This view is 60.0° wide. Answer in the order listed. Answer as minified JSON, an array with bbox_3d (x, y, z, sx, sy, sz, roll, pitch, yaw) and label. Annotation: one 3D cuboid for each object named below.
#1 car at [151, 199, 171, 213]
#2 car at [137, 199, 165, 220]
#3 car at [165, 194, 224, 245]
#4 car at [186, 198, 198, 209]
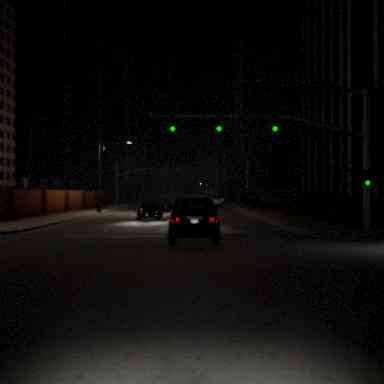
[{"bbox_3d":[-3.551,1.587,39.232,1.882,1.535,5.008,0,0,1],"label":"car"},{"bbox_3d":[-3.589,1.593,28.893,1.837,1.490,4.892,0,0,0],"label":"car"},{"bbox_3d":[0.102,1.262,15.779,2.150,2.045,5.566,0,0,0],"label":"car"},{"bbox_3d":[0.006,1.634,50.080,1.837,1.490,4.892,0,0,0],"label":"car"}]
